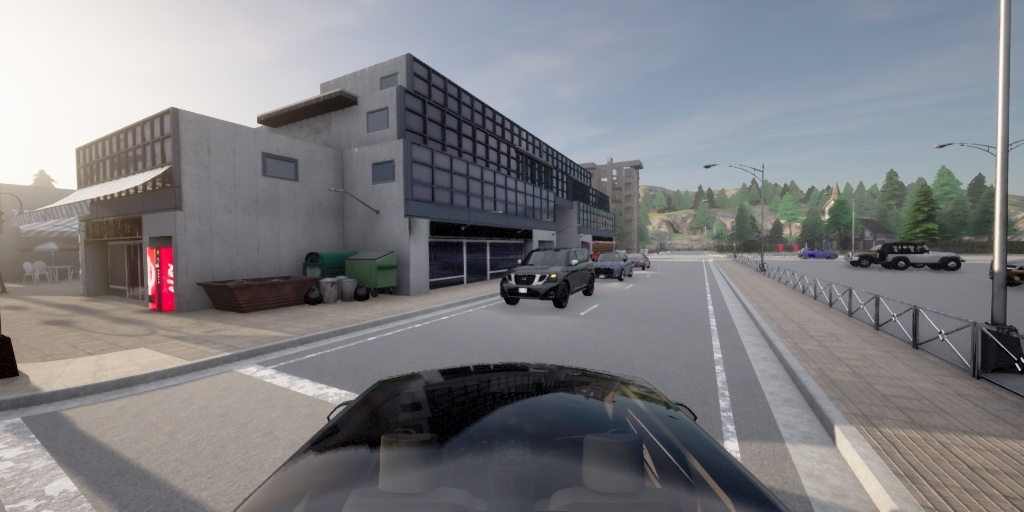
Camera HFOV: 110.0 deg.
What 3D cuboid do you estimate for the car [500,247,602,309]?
[{"bbox_3d":[1.635,0.683,13.971,2.150,2.045,5.566,0,1,28],"label":"car"}]

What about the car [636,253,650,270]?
[{"bbox_3d":[11.022,0.438,31.708,1.812,1.442,4.674,0,2,28],"label":"car"}]

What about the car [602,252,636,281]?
[{"bbox_3d":[6.234,0.544,22.666,2.097,1.767,4.553,0,2,28],"label":"car"}]
